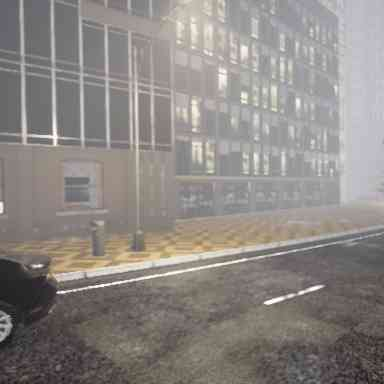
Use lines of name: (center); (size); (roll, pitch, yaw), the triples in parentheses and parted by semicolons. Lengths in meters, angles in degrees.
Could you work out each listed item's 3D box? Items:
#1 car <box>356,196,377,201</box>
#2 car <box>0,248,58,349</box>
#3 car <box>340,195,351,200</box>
car: (38.035, 1.340, 72.403); (1.802, 1.307, 4.206); (-1, 1, -43)
car: (-4.466, 1.516, 4.561); (4.892, 1.490, 1.837); (0, 0, -36)
car: (34.215, 1.294, 76.611); (1.947, 1.339, 4.313); (-1, 1, -43)
